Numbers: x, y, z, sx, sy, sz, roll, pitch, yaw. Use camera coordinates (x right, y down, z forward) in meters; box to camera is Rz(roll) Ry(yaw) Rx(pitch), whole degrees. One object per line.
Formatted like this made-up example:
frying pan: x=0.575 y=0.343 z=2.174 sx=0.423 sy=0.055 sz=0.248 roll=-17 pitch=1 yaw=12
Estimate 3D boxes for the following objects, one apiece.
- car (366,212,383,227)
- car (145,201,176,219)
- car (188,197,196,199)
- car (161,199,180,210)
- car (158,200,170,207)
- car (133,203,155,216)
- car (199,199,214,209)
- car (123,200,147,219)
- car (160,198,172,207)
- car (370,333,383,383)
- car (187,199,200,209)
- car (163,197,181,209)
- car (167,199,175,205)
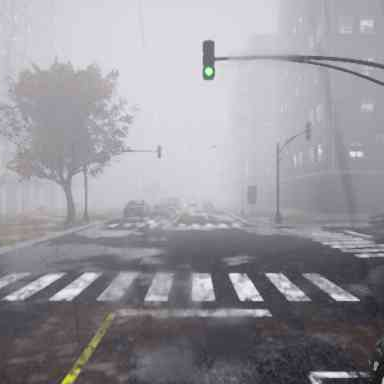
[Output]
car: x=13.439 y=1.586 z=21.152 sx=4.403 sy=1.369 sz=2.008 roll=-1 pitch=0 yaw=-1
car: x=-3.079 y=1.939 z=33.434 sx=2.033 sy=1.411 sz=5.357 roll=0 pitch=-1 yaw=0
car: x=0.049 y=2.118 z=74.015 sx=2.150 sy=2.045 sz=5.566 roll=0 pitch=-1 yaw=0
car: x=-3.071 y=2.064 z=43.887 sx=2.033 sy=1.411 sz=5.357 roll=0 pitch=-1 yaw=0
car: x=-5.648 y=2.372 z=67.279 sx=1.947 sy=1.339 sz=4.313 roll=0 pitch=-1 yaw=0
car: x=-5.666 y=2.032 z=39.667 sx=1.947 sy=1.339 sz=4.313 roll=0 pitch=-1 yaw=0
car: x=2.726 y=2.234 z=56.228 sx=1.947 sy=1.339 sz=4.313 roll=0 pitch=-1 yaw=0
car: x=-5.670 y=1.715 z=34.147 sx=2.192 sy=1.841 sz=5.009 roll=0 pitch=-1 yaw=0
car: x=-5.644 y=2.192 z=72.804 sx=2.192 sy=1.841 sz=5.009 roll=0 pitch=-1 yaw=0
car: x=2.690 y=1.572 z=1.753 sx=2.008 sy=1.369 sz=4.403 roll=0 pitch=-1 yaw=0
car: x=0.141 y=2.319 z=60.260 sx=1.895 sy=1.301 sz=4.718 roll=0 pitch=-1 yaw=0
car: x=-3.016 y=1.868 z=54.532 sx=2.150 sy=2.045 sz=5.566 roll=0 pitch=-1 yaw=3
car: x=-5.633 y=2.643 z=89.369 sx=2.008 sy=1.369 sz=4.403 roll=0 pitch=-1 yaw=0
